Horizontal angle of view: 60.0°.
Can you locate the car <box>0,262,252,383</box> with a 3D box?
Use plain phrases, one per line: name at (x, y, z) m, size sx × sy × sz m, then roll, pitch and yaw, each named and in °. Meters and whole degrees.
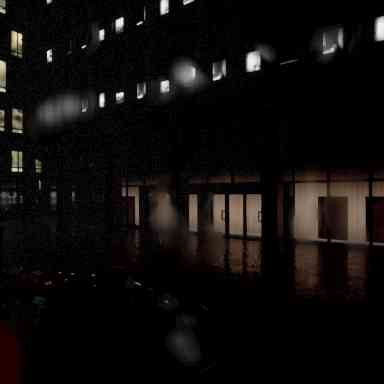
car at (-1.523, 1.545, 3.985) m, size 4.507 × 1.381 × 1.887 m, roll 0°, pitch 0°, yaw 36°
